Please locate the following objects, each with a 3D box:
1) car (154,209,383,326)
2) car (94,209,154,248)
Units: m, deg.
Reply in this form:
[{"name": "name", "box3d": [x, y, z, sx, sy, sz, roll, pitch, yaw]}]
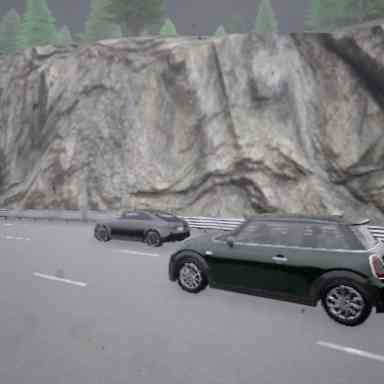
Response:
[{"name": "car", "box3d": [1.681, 1.240, 7.050, 4.553, 1.767, 2.097, 0, 1, 35]}, {"name": "car", "box3d": [-2.155, 1.404, 13.967, 4.181, 1.385, 1.994, 0, 1, 32]}]
